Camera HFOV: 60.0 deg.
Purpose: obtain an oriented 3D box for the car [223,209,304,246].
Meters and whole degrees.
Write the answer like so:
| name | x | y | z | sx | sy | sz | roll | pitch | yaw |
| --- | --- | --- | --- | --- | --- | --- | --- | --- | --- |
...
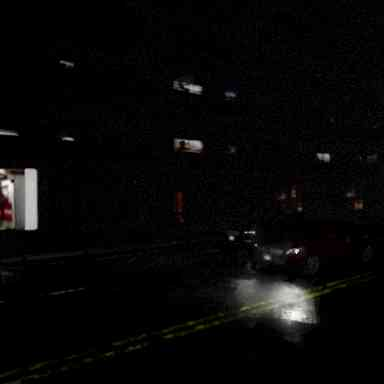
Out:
| name | x | y | z | sx | sy | sz | roll | pitch | yaw |
| --- | --- | --- | --- | --- | --- | --- | --- | --- | --- |
| car | 3.513 | 1.505 | 14.183 | 4.902 | 1.511 | 2.128 | 0 | 0 | -36 |

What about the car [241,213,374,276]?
| name | x | y | z | sx | sy | sz | roll | pitch | yaw |
| --- | --- | --- | --- | --- | --- | --- | --- | --- | --- |
| car | 3.976 | 1.537 | 10.535 | 4.674 | 1.442 | 1.812 | 0 | 0 | -35 |
